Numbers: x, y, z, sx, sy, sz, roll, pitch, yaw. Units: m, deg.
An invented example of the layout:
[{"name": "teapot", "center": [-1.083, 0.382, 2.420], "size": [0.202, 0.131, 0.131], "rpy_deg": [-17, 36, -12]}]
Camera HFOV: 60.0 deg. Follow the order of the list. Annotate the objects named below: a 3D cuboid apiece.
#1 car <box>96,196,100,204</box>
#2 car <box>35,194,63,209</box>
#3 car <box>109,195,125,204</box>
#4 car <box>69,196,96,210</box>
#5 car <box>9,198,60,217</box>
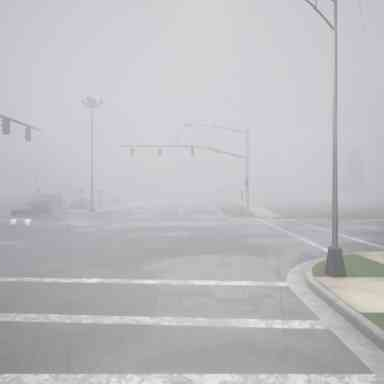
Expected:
[{"name": "car", "center": [-17.735, 1.523, 59.892], "size": [1.812, 1.442, 4.674], "rpy_deg": [0, 0, 1]}, {"name": "car", "center": [-18.052, 1.220, 41.530], "size": [2.150, 2.045, 5.566], "rpy_deg": [0, 0, 1]}, {"name": "car", "center": [-14.156, 1.348, 63.086], "size": [2.097, 1.767, 4.553], "rpy_deg": [0, 0, 1]}, {"name": "car", "center": [-14.522, 1.524, 43.573], "size": [1.812, 1.442, 4.674], "rpy_deg": [0, 0, 1]}, {"name": "car", "center": [-14.715, 1.546, 31.008], "size": [2.033, 1.411, 5.357], "rpy_deg": [0, 0, 1]}]
